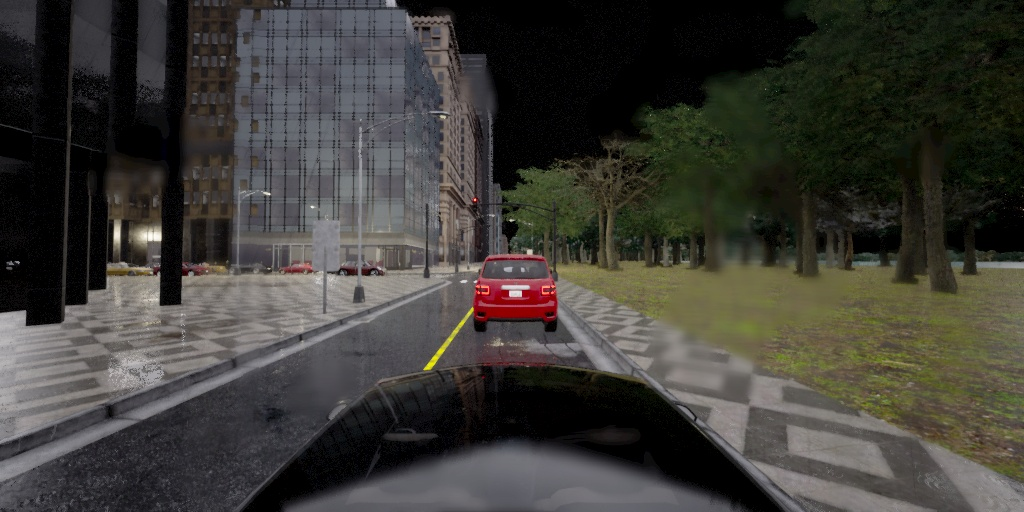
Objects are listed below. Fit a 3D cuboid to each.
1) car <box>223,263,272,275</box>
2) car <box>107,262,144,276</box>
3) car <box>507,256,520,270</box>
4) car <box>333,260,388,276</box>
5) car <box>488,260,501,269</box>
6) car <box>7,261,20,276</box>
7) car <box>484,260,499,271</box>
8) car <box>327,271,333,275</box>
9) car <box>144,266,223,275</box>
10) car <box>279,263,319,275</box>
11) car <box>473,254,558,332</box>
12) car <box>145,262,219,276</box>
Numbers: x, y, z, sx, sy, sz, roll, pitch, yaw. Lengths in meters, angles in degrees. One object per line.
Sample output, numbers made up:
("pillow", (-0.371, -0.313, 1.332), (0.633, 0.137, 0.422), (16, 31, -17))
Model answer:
("car", (-29.929, 1.490, 41.160), (4.313, 1.339, 1.948), (0, 0, 0))
("car", (-35.250, 1.227, 32.637), (4.829, 1.417, 1.751), (0, 0, 0))
("car", (0.208, 1.094, 58.917), (2.150, 2.045, 5.566), (0, 0, 0))
("car", (-13.502, 1.128, 32.639), (4.097, 1.591, 1.967), (0, 0, -1))
("car", (-2.982, 1.452, 63.121), (1.994, 1.385, 4.181), (0, 0, 1))
("car", (-46.396, 1.146, 32.635), (4.097, 1.591, 1.967), (0, 0, 0))
("car", (-3.046, 1.394, 53.077), (2.033, 1.411, 5.357), (0, 0, -3))
("car", (-15.377, 1.310, 35.376), (5.357, 1.411, 2.033), (0, -2, 5))
("car", (-32.252, 1.317, 35.319), (5.357, 1.411, 2.033), (0, -2, 0))
("car", (-24.442, 1.503, 41.160), (4.207, 1.307, 1.802), (0, 0, 0))
("car", (0.103, 0.976, 11.041), (2.150, 2.045, 5.566), (0, 0, 0))
("car", (-29.933, 1.243, 32.637), (4.507, 1.381, 1.888), (0, 0, 0))
